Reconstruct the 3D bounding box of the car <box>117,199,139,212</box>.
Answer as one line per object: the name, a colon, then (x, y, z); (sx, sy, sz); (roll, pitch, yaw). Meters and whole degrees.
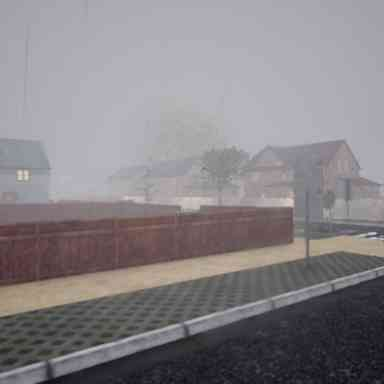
car: (-7.545, 1.638, 39.148); (1.837, 1.490, 4.892); (-1, 0, -37)
